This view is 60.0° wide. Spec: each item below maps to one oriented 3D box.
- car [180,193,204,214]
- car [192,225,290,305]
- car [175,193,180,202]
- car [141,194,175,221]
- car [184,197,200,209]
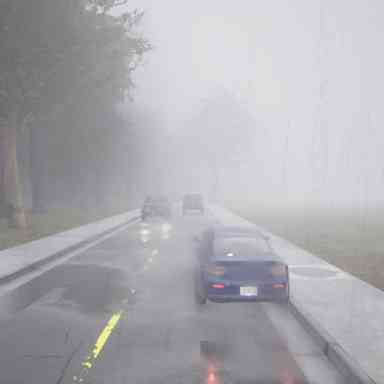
[{"bbox_3d":[0.116,1.220,35.904,2.150,2.045,5.566,0,0,0],"label":"car"},{"bbox_3d":[0.973,1.526,7.978,1.812,1.442,4.674,0,0,0],"label":"car"},{"bbox_3d":[-2.671,1.223,67.236,2.150,2.045,5.566,0,0,0],"label":"car"},{"bbox_3d":[-2.819,1.221,27.440,2.150,2.045,5.566,0,0,0],"label":"car"},{"bbox_3d":[0.087,1.492,46.478,2.128,1.511,4.902,0,0,1],"label":"car"}]
